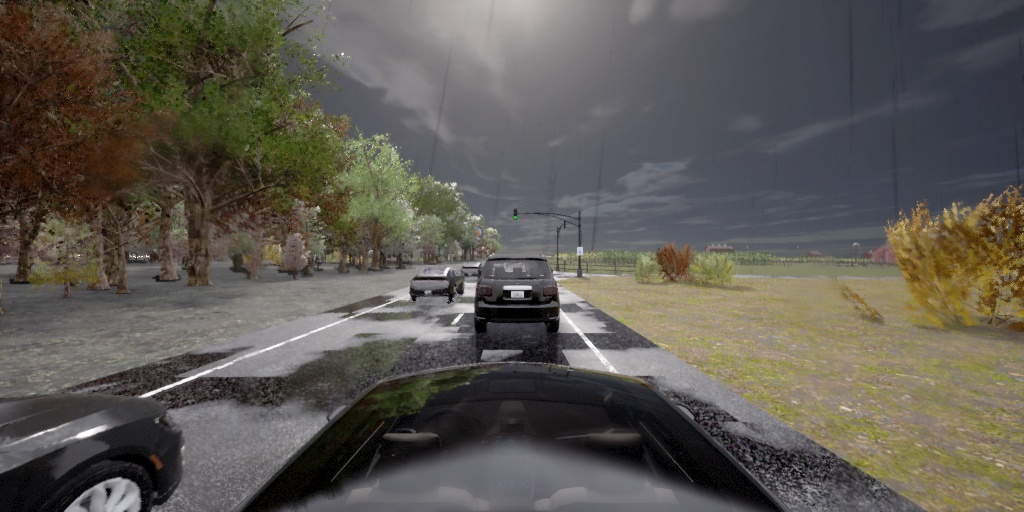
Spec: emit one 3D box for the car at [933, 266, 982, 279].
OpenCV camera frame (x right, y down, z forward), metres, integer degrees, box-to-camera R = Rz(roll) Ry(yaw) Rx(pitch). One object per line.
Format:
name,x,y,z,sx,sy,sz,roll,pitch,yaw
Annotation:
car,48.592,1.782,39.188,4.892,1.490,1.837,1,-1,0

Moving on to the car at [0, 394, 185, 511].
car,-3.401,1.256,0.682,1.837,1.490,4.892,0,0,0

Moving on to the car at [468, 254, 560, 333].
car,0.119,0.974,10.909,2.150,2.045,5.566,0,0,0

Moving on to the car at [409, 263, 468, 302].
car,-3.370,1.245,16.830,2.128,1.511,4.902,0,0,0
